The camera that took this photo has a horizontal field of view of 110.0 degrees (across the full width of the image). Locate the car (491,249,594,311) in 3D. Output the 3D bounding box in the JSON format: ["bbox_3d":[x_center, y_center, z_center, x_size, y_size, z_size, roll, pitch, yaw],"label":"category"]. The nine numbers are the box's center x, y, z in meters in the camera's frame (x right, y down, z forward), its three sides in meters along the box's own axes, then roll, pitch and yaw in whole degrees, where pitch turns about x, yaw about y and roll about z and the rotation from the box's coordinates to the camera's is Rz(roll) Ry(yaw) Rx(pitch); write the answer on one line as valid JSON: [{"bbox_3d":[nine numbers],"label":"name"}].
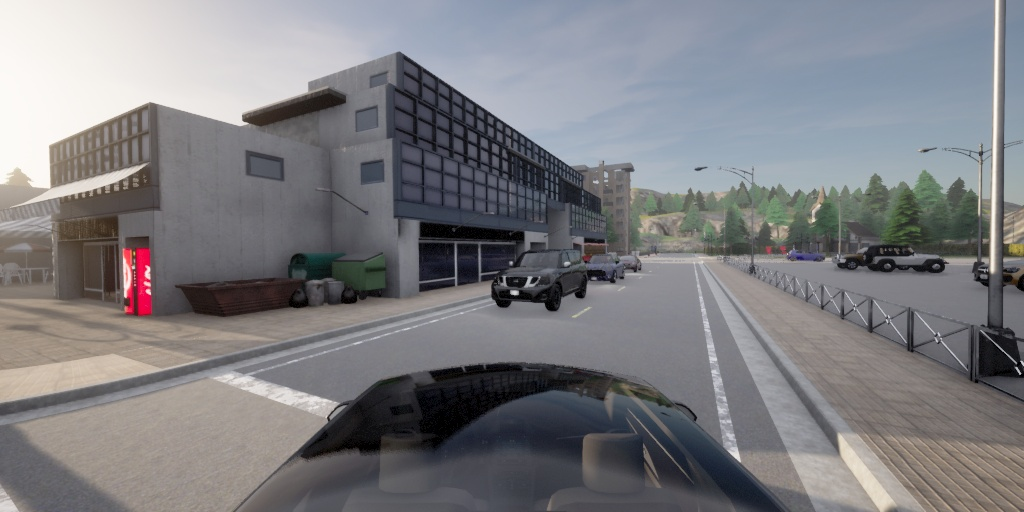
[{"bbox_3d":[1.312,0.752,13.792,2.150,2.045,5.566,0,1,27],"label":"car"}]

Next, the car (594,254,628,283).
[{"bbox_3d":[5.715,0.668,22.588,2.097,1.767,4.553,0,1,27],"label":"car"}]

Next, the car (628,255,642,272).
[{"bbox_3d":[10.300,0.619,31.736,1.812,1.442,4.674,0,1,27],"label":"car"}]
